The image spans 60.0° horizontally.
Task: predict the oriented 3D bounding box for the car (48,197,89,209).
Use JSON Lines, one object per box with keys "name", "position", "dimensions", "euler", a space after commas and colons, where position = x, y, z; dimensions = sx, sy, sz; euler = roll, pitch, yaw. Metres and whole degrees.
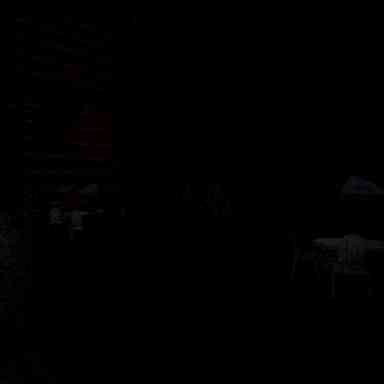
{"name": "car", "position": [-15.420, 1.414, 41.666], "dimensions": [5.008, 1.535, 1.882], "euler": [0, 0, -44]}
